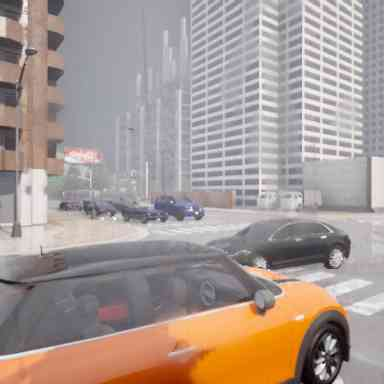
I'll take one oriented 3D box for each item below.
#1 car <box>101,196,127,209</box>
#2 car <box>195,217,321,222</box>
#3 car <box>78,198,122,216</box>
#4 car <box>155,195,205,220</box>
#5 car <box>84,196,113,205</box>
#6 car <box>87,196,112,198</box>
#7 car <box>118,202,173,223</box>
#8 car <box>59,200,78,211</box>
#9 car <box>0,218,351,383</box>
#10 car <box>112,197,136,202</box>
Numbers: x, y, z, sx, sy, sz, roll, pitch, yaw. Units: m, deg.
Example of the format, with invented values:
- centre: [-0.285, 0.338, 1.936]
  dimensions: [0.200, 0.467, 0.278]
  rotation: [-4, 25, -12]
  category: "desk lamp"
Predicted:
- centre: [-11.431, 1.461, 48.724]
  dimensions: [2.097, 1.767, 4.553]
  rotation: [0, 0, -36]
  category: "car"
- centre: [2.584, 1.551, 9.944]
  dimensions: [4.892, 1.490, 1.837]
  rotation: [0, -2, -27]
  category: "car"
- centre: [-9.433, 1.637, 33.810]
  dimensions: [2.033, 1.411, 5.357]
  rotation: [0, 0, -36]
  category: "car"
- centre: [-1.256, 1.320, 28.564]
  dimensions: [2.150, 2.045, 5.566]
  rotation: [0, 0, -36]
  category: "car"
- centre: [-18.197, 1.612, 64.823]
  dimensions: [4.902, 1.511, 2.128]
  rotation: [0, 0, -36]
  category: "car"
- centre: [-13.016, 1.451, 44.681]
  dimensions: [2.097, 1.767, 4.553]
  rotation: [0, 0, -36]
  category: "car"
- centre: [-3.738, 1.690, 26.026]
  dimensions: [1.895, 1.301, 4.718]
  rotation: [0, 0, -36]
  category: "car"
- centre: [-15.283, 1.654, 41.858]
  dimensions: [1.994, 1.385, 4.181]
  rotation: [0, 0, -35]
  category: "car"
- centre: [-0.199, 1.357, 3.819]
  dimensions: [4.553, 1.767, 2.097]
  rotation: [0, 0, -35]
  category: "car"
- centre: [-6.965, 1.604, 36.367]
  dimensions: [1.837, 1.490, 4.892]
  rotation: [0, 0, -36]
  category: "car"
